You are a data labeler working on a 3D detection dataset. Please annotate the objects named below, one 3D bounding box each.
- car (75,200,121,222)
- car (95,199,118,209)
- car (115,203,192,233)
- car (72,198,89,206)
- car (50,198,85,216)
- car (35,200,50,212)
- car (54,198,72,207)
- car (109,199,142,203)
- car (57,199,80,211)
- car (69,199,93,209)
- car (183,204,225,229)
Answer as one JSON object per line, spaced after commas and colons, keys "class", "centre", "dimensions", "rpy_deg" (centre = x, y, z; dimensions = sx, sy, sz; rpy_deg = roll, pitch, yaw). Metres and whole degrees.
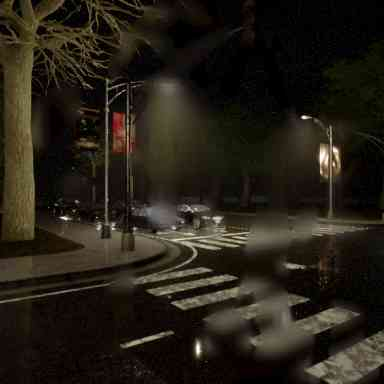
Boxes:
{"class": "car", "centre": [-7.976, 1.676, 27.903], "dimensions": [1.994, 1.385, 4.181], "rpy_deg": [0, 0, -36]}
{"class": "car", "centre": [-13.453, 1.796, 52.358], "dimensions": [1.837, 1.490, 4.892], "rpy_deg": [0, -1, -36]}
{"class": "car", "centre": [-2.543, 1.614, 20.427], "dimensions": [2.033, 1.411, 5.357], "rpy_deg": [0, 0, -36]}
{"class": "car", "centre": [-21.047, 1.937, 62.790], "dimensions": [1.812, 1.442, 4.674], "rpy_deg": [0, -1, -35]}
{"class": "car", "centre": [-13.179, 1.666, 35.066], "dimensions": [1.837, 1.490, 4.892], "rpy_deg": [0, 0, -36]}
{"class": "car", "centre": [-19.048, 1.793, 43.193], "dimensions": [1.994, 1.385, 4.181], "rpy_deg": [0, -1, -35]}
{"class": "car", "centre": [-23.703, 1.907, 60.932], "dimensions": [1.837, 1.490, 4.892], "rpy_deg": [0, -1, -36]}
{"class": "car", "centre": [-5.290, 1.474, 29.738], "dimensions": [2.097, 1.767, 4.553], "rpy_deg": [0, 0, -36]}
{"class": "car", "centre": [-17.117, 1.774, 46.075], "dimensions": [1.812, 1.442, 4.674], "rpy_deg": [0, -1, -36]}
{"class": "car", "centre": [-17.668, 1.852, 52.631], "dimensions": [2.033, 1.411, 5.357], "rpy_deg": [0, -1, -36]}
{"class": "car", "centre": [0.132, 1.568, 22.297], "dimensions": [2.128, 1.511, 4.902], "rpy_deg": [0, 0, -36]}
